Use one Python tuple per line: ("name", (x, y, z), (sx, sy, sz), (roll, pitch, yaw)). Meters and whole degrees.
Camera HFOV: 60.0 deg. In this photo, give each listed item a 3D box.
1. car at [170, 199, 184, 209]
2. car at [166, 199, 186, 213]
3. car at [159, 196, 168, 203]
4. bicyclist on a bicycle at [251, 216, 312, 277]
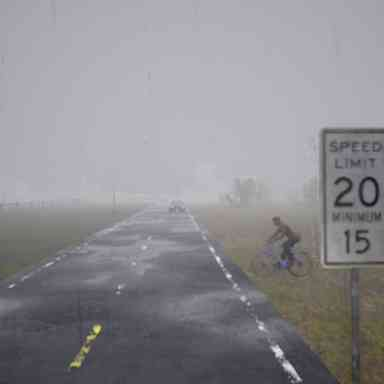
("car", (-2.253, 1.755, 49.477), (2.033, 1.411, 5.357), (0, 0, -3))
("car", (-1.744, 1.754, 39.034), (1.895, 1.301, 4.718), (0, 0, -3))
("car", (-6.404, 1.759, 76.217), (1.882, 1.535, 5.008), (0, 0, -3))
("bicyclist on a bicycle", (2.389, 1.465, 8.833), (1.656, 1.620, 0.582), (0, 0, -3))
